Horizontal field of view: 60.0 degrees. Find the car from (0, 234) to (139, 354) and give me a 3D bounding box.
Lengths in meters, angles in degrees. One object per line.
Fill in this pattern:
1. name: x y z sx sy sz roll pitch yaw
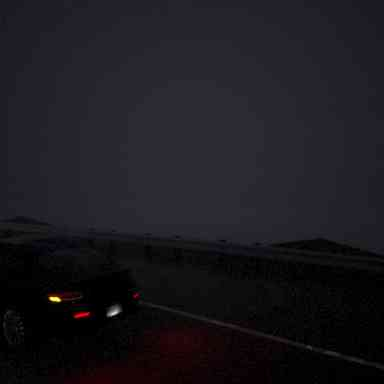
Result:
1. car: -3.034 1.517 6.051 4.674 1.442 1.812 0 0 34
